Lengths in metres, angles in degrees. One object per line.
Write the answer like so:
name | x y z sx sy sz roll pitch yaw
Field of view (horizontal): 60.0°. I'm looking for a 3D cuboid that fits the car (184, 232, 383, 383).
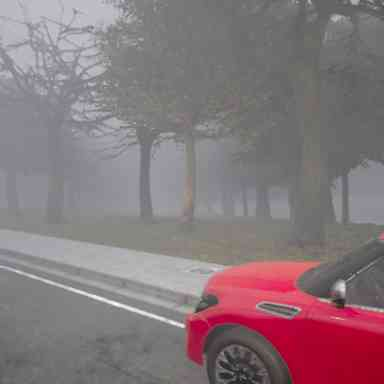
car | 2.515 1.298 3.034 5.566 2.045 2.150 0 -1 39
